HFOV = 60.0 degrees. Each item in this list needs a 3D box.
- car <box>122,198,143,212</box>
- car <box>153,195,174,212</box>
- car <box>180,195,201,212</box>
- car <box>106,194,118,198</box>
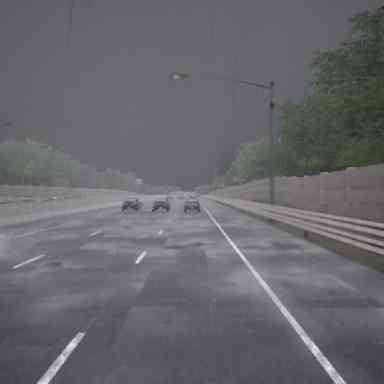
[{"bbox_3d":[-6.991,1.486,39.114,1.837,1.490,4.892,0,0,0],"label":"car"},{"bbox_3d":[-3.492,1.495,39.114,1.837,1.490,4.892,0,0,0],"label":"car"},{"bbox_3d":[0.009,1.490,39.116,2.128,1.511,4.902,0,0,0],"label":"car"},{"bbox_3d":[-17.485,1.100,73.180,1.882,1.535,5.008,0,0,0],"label":"car"}]
